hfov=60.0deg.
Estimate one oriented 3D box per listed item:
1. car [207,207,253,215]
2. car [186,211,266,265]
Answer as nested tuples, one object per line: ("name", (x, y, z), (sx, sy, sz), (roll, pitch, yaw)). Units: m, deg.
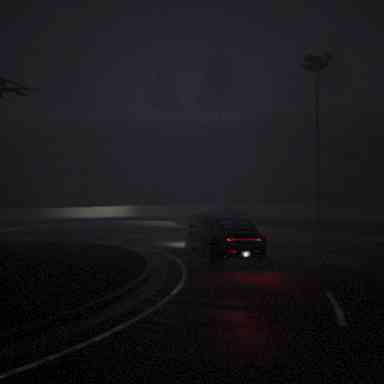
("car", (1.887, 1.781, 22.715), (4.902, 1.511, 2.128), (-1, -1, 40))
("car", (1.122, 1.665, 12.466), (1.837, 1.490, 4.892), (2, -1, -12))
